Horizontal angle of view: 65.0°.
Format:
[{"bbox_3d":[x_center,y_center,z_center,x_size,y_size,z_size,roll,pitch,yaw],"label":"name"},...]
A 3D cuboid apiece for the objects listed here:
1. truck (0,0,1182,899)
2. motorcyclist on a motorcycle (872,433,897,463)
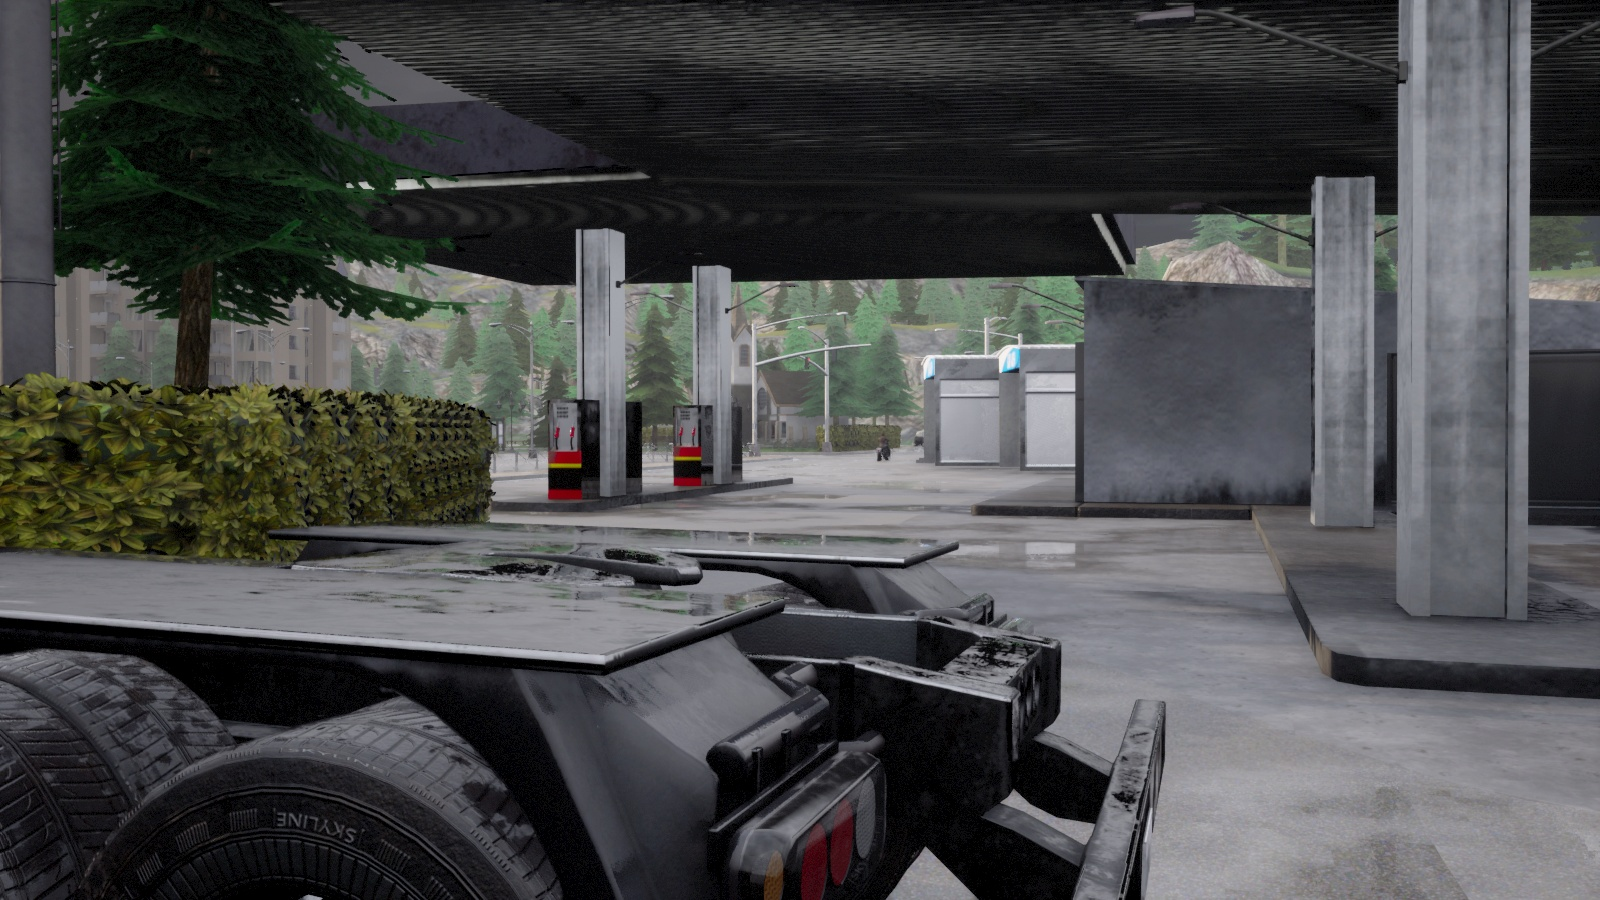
[{"bbox_3d":[-2.955,-0.168,4.152,7.936,3.462,2.891,1,0,18],"label":"truck"},{"bbox_3d":[4.746,-0.141,70.433,0.766,1.649,2.350,1,1,19],"label":"motorcyclist on a motorcycle"}]
